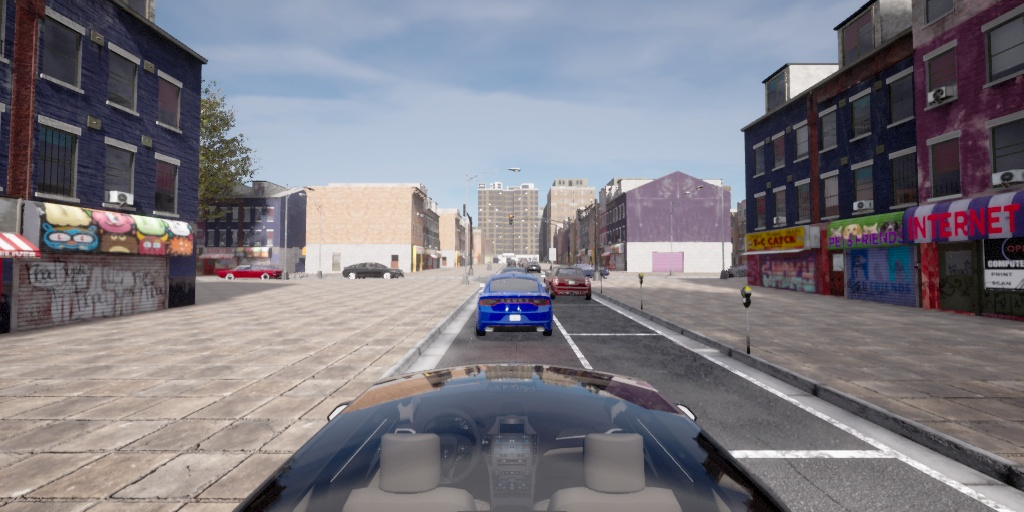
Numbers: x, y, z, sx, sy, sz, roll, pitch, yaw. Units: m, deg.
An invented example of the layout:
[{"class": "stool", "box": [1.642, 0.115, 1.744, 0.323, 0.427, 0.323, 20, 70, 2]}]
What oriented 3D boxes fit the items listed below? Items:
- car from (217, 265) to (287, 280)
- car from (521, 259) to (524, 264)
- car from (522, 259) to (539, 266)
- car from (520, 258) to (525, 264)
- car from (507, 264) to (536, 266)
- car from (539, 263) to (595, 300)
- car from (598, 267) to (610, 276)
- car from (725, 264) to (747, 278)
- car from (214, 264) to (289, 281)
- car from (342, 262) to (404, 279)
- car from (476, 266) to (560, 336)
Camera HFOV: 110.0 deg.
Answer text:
[{"class": "car", "box": [-21.518, 1.438, 29.947, 4.718, 1.301, 1.895, -1, -2, 0]}, {"class": "car", "box": [2.614, 1.454, 50.030, 1.948, 1.339, 4.313, 0, 0, 0]}, {"class": "car", "box": [2.616, 1.422, 44.594, 1.948, 1.339, 4.313, 0, 0, 0]}, {"class": "car", "box": [2.612, 1.451, 55.636, 1.751, 1.417, 4.829, 0, 0, 0]}, {"class": "car", "box": [0.092, 1.293, 18.049, 1.812, 1.442, 4.674, 0, 0, 0]}, {"class": "car", "box": [2.628, 1.207, 17.850, 1.967, 1.591, 4.097, 0, 0, 0]}, {"class": "car", "box": [6.090, 1.368, 32.734, 5.357, 1.411, 2.033, 0, -2, 0]}, {"class": "car", "box": [21.594, 1.376, 32.642, 4.181, 1.385, 1.994, 0, -2, 0]}, {"class": "car", "box": [-23.818, 1.503, 32.911, 5.357, 1.411, 2.033, -1, -2, 0]}, {"class": "car", "box": [-11.519, 1.272, 29.903, 4.892, 1.490, 1.837, 0, -2, 2]}, {"class": "car", "box": [0.036, 1.234, 10.500, 1.882, 1.535, 5.008, 0, 0, -1]}]
